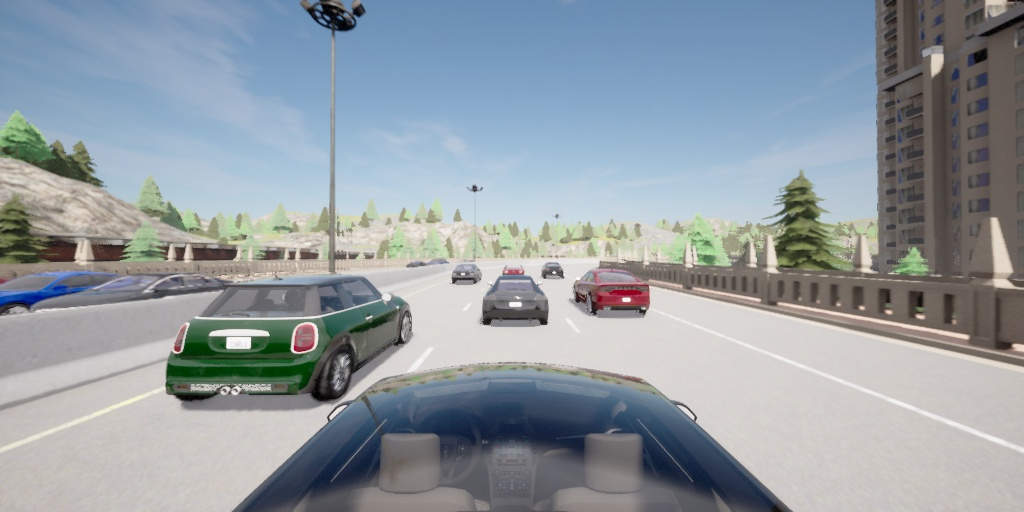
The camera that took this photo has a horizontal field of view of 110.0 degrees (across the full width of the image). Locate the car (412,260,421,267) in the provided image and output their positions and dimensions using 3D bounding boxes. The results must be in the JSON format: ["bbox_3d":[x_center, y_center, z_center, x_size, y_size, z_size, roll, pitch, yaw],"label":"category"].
[{"bbox_3d":[-14.428,1.345,54.646,1.994,1.385,4.181,0,0,14],"label":"car"}]

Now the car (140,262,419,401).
[{"bbox_3d":[-3.400,1.103,6.588,2.097,1.767,4.553,0,0,0],"label":"car"}]

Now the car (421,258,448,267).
[{"bbox_3d":[-11.132,1.124,53.394,2.097,1.767,4.553,0,0,14],"label":"car"}]

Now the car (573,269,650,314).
[{"bbox_3d":[3.601,1.230,13.748,1.882,1.535,5.008,0,0,0],"label":"car"}]

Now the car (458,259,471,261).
[{"bbox_3d":[-7.302,1.255,54.237,2.128,1.511,4.902,0,0,15],"label":"car"}]

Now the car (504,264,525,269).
[{"bbox_3d":[0.207,1.355,31.775,1.895,1.301,4.718,0,0,2],"label":"car"}]

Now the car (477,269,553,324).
[{"bbox_3d":[0.101,1.316,11.984,1.994,1.385,4.181,0,0,0],"label":"car"}]

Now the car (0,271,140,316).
[{"bbox_3d":[-10.596,1.245,10.586,2.128,1.511,4.902,0,0,0],"label":"car"}]

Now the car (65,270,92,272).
[{"bbox_3d":[-14.097,1.230,11.135,1.882,1.535,5.008,0,0,0],"label":"car"}]

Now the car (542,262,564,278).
[{"bbox_3d":[3.791,1.276,33.460,1.812,1.442,4.674,0,0,3],"label":"car"}]

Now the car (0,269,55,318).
[{"bbox_3d":[-17.597,1.230,10.569,1.882,1.535,5.008,0,0,0],"label":"car"}]

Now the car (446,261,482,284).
[{"bbox_3d":[-3.386,1.303,27.368,2.033,1.411,5.357,0,0,0],"label":"car"}]
